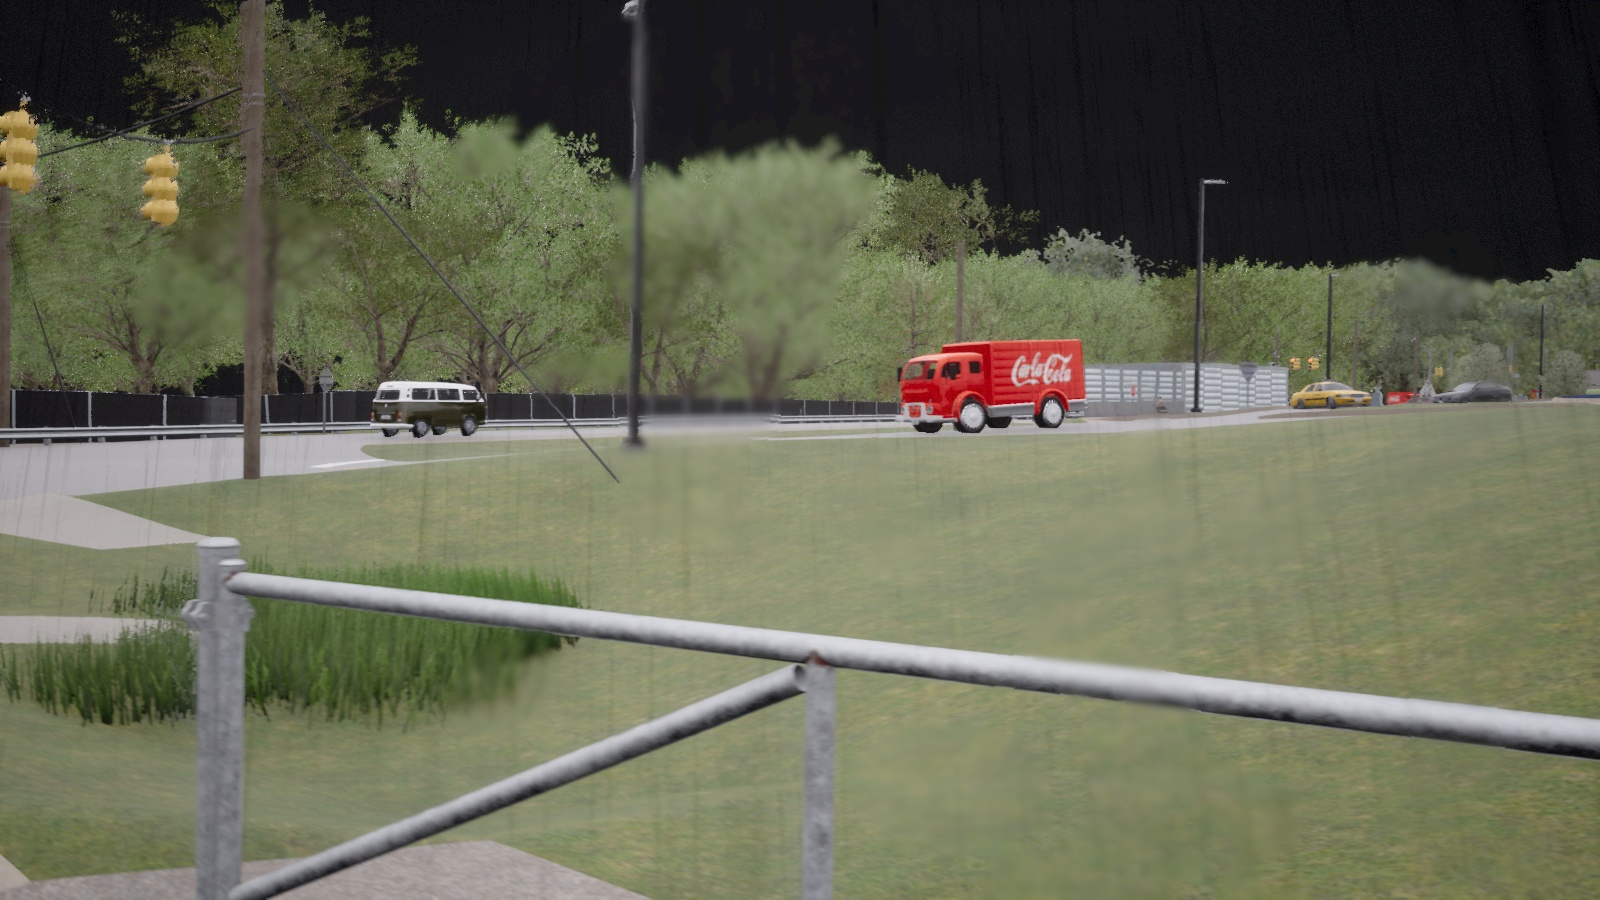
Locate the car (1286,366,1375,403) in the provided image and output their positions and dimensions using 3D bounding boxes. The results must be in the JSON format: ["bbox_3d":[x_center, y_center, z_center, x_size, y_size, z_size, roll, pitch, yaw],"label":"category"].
[{"bbox_3d":[26.275,-3.222,62.416,1.801,1.575,5.366,-2,1,-4],"label":"car"}]

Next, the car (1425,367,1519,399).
[{"bbox_3d":[36.664,-3.639,68.483,4.674,1.442,1.812,-5,3,-20],"label":"car"}]

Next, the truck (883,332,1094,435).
[{"bbox_3d":[5.257,-1.862,34.798,5.204,2.467,2.627,-6,4,-32],"label":"truck"}]

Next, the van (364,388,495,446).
[{"bbox_3d":[-13.668,-1.261,46.584,2.069,2.038,4.480,0,2,29],"label":"van"}]
